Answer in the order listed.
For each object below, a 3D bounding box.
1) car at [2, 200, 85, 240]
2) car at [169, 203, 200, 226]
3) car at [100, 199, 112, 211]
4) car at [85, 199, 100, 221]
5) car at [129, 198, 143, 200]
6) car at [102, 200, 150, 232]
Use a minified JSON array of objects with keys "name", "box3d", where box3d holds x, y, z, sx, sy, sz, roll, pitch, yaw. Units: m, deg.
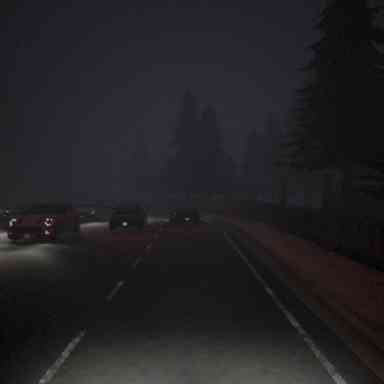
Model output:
[{"name":"car","box3d":[-7.226,1.328,16.689,2.097,1.767,4.553,0,0,-2]},{"name":"car","box3d":[-0.587,1.493,23.071,1.812,1.442,4.674,0,0,-7]},{"name":"car","box3d":[-10.623,1.490,40.120,2.033,1.411,5.357,0,0,-35]},{"name":"car","box3d":[-8.477,1.488,26.258,1.812,1.442,4.674,0,0,-15]},{"name":"car","box3d":[-6.991,1.489,40.900,2.033,1.411,5.357,0,0,-33]},{"name":"car","box3d":[-3.752,1.463,20.070,2.128,1.511,4.902,0,0,-5]}]
